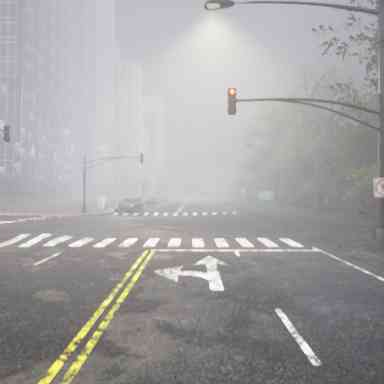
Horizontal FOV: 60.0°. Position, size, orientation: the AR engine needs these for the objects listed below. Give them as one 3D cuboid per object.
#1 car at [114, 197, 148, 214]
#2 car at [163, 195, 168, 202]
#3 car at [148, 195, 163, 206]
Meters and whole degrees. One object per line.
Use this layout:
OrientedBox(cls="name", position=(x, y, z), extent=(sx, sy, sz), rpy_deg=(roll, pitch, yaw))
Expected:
OrientedBox(cls="car", position=(-6.702, 1.376, 36.091), extent=(2.097, 1.767, 4.553), rpy_deg=(1, 1, 8))
OrientedBox(cls="car", position=(-6.332, 1.510, 72.245), extent=(2.128, 1.511, 4.902), rpy_deg=(0, 0, 0))
OrientedBox(cls="car", position=(-6.374, 1.494, 54.297), extent=(1.837, 1.490, 4.892), rpy_deg=(0, 0, 0))
